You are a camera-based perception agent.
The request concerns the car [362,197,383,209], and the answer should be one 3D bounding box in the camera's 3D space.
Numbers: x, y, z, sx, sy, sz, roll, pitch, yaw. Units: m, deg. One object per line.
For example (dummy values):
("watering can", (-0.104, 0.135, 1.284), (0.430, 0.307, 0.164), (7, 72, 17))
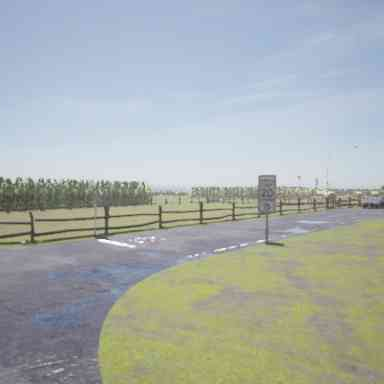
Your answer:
("car", (24.210, 1.428, 43.877), (2.033, 1.411, 5.357), (1, 1, 44))
